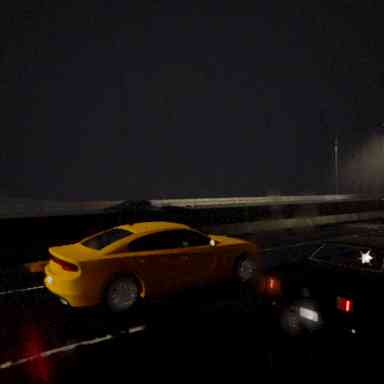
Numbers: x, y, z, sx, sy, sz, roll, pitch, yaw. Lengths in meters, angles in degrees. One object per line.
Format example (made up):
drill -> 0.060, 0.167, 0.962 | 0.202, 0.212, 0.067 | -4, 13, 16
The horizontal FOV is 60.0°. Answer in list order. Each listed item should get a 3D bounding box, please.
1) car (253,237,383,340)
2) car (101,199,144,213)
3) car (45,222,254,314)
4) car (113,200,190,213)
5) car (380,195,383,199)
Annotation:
car -> 3.568, 1.520, 6.265 | 4.718, 1.301, 1.895 | -1, 1, -35
car -> -4.159, 1.440, 22.468 | 4.181, 1.385, 1.994 | -1, 1, -35
car -> -0.617, 1.428, 7.589 | 5.008, 1.535, 1.882 | -1, 1, -35
car -> -1.949, 1.400, 19.747 | 4.674, 1.442, 1.812 | -1, 1, -35
car -> 30.302, 0.875, 50.263 | 4.892, 1.490, 1.837 | -1, 0, -33
